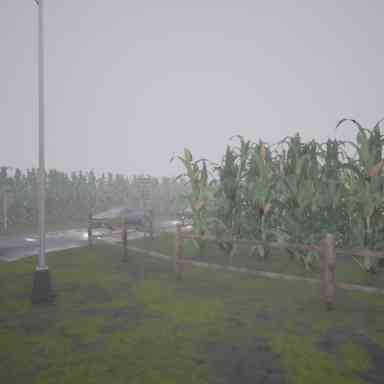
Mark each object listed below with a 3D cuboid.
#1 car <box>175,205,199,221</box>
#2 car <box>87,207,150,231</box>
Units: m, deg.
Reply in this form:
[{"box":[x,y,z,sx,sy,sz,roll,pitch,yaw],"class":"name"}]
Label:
[{"box":[0.815,1.737,29.347,2.033,1.411,5.357,-1,-1,36],"class":"car"},{"box":[-4.710,1.689,21.822,1.994,1.385,4.181,-1,-1,37],"class":"car"}]
